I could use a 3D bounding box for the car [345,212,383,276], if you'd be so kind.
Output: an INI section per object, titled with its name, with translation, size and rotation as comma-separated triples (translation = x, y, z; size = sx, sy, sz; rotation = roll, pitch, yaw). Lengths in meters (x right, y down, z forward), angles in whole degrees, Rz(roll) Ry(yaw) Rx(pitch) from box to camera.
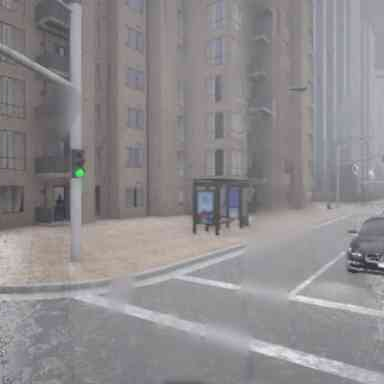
[car]
translation = 5.953, 1.489, 9.898
size = 1.837, 1.490, 4.892
rotation = 0, 0, 36
